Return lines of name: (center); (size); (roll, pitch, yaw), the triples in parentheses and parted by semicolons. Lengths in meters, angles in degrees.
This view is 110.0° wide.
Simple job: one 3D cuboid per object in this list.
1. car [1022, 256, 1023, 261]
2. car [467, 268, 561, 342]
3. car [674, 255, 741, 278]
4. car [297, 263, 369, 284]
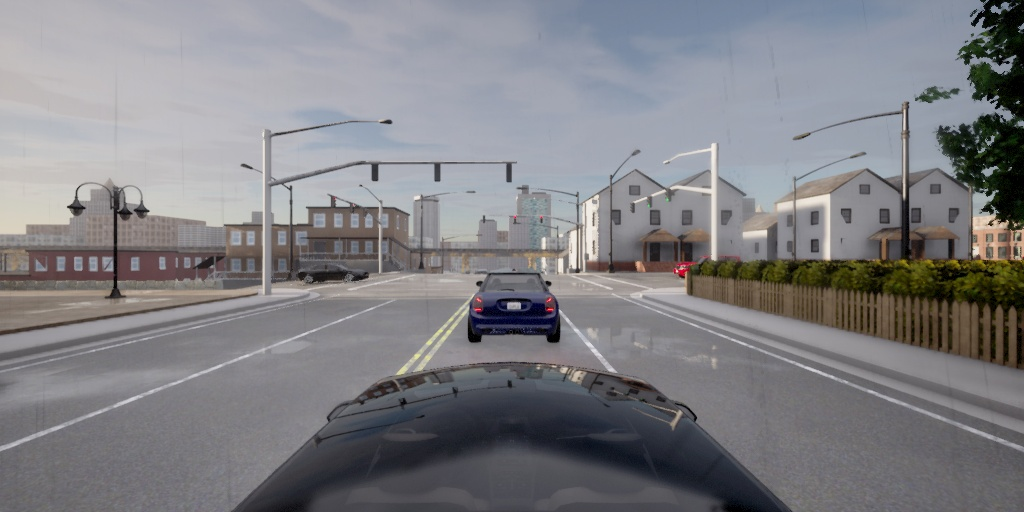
car: (42.772, 0.966, 27.757); (5.566, 2.045, 2.150); (0, 0, -1)
car: (0.051, 1.100, 9.905); (2.097, 1.767, 4.553); (0, 0, 0)
car: (17.029, 0.965, 31.031); (5.566, 2.045, 2.150); (0, 0, -1)
car: (-13.356, 1.274, 26.892); (4.892, 1.490, 1.837); (-2, 0, -2)
